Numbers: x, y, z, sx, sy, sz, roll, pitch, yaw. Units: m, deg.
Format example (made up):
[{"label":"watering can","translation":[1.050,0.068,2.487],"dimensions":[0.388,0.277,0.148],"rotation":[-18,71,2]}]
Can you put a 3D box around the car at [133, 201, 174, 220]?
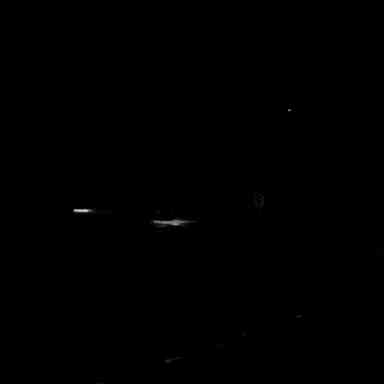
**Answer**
[{"label":"car","translation":[-3.489,1.567,29.506],"dimensions":[1.882,1.535,5.008],"rotation":[-1,0,-35]}]

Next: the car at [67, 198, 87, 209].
[{"label":"car","translation":[-16.617,1.667,47.823],"dimensions":[2.128,1.511,4.902],"rotation":[-1,0,-36]}]
